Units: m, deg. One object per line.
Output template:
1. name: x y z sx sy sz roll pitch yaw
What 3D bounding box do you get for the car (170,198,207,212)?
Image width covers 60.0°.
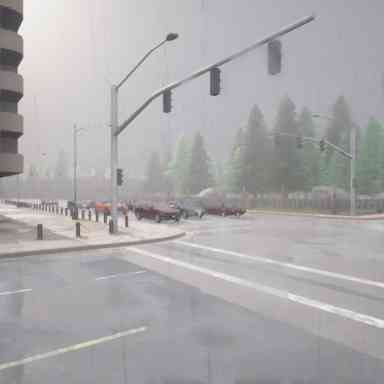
1. car: -0.521 1.547 41.472 2.128 1.511 4.902 0 0 -36

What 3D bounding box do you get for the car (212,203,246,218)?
1. car: 2.743 1.656 31.173 1.895 1.301 4.718 0 0 -37

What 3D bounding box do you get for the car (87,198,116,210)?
1. car: -12.522 1.603 45.606 2.033 1.411 5.357 0 0 -36

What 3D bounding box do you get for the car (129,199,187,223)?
1. car: -2.817 1.533 26.581 1.882 1.535 5.008 0 0 -36

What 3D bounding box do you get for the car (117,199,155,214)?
1. car: -6.353 1.547 37.252 2.128 1.511 4.902 0 0 -36

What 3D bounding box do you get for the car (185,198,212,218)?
1. car: -0.834 1.547 29.787 2.128 1.511 4.902 0 0 -36

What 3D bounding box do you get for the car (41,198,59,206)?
1. car: -23.435 1.671 54.629 2.033 1.411 5.357 0 0 -36

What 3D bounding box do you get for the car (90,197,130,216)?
1. car: -8.287 1.407 33.974 2.097 1.767 4.553 0 0 -36

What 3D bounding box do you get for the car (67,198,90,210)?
1. car: -14.443 1.546 42.317 2.128 1.511 4.902 0 0 -36
